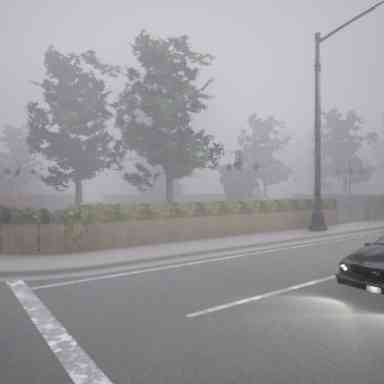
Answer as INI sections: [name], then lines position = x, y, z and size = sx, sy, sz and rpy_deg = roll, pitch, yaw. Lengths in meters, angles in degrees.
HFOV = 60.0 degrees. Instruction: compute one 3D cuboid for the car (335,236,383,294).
[car]
position = 5.743, 1.513, 8.070
size = 5.357, 1.411, 2.033
rpy_deg = 0, 0, -35
